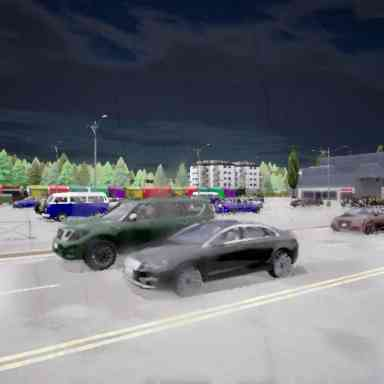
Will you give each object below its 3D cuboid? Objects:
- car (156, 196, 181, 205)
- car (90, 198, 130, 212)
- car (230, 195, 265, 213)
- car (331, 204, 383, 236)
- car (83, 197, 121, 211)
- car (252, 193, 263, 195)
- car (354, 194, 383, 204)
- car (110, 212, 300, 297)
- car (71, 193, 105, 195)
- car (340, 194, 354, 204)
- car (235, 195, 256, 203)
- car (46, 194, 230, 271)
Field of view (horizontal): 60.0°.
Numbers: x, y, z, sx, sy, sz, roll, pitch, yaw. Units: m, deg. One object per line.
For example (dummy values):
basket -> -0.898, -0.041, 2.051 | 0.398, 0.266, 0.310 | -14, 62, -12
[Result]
car -> -4.014, 1.364, 56.775 | 3.905, 1.438, 1.784 | 0, 0, -33
car -> -9.048, 1.395, 36.808 | 3.806, 1.475, 1.970 | 0, 0, -33
car -> 6.764, 1.395, 40.172 | 3.806, 1.475, 1.970 | 0, 0, -33
car -> 9.714, 1.565, 18.678 | 4.181, 1.385, 1.994 | 0, 0, -33
car -> -10.621, 1.364, 39.239 | 3.905, 1.438, 1.784 | 0, 0, -33
car -> 12.203, 1.156, 63.846 | 3.866, 1.878, 1.905 | 0, 0, -33
car -> 24.424, 1.153, 44.933 | 4.605, 1.855, 1.932 | 0, 0, -33
car -> 0.681, 1.491, 8.612 | 4.902, 1.511, 2.128 | 0, 0, -33
car -> -12.121, 1.153, 41.464 | 4.605, 1.855, 1.932 | 0, 0, -33
car -> 22.897, 1.156, 47.392 | 3.866, 1.878, 1.905 | 0, 0, -33
car -> 10.639, 1.395, 66.282 | 3.806, 1.475, 1.970 | 0, 0, -33
car -> -1.664, 1.222, 11.257 | 5.566, 2.045, 2.150 | 0, 0, -33
